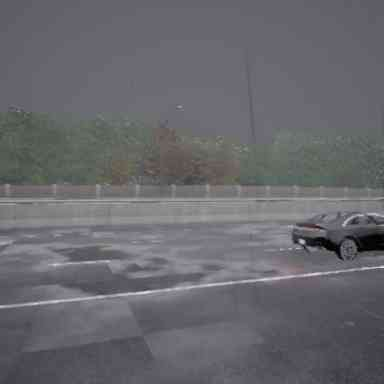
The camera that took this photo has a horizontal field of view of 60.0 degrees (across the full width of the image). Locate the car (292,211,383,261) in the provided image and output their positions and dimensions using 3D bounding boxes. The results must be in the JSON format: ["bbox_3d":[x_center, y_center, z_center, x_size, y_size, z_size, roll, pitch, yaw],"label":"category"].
[{"bbox_3d":[5.832,1.405,11.564,4.902,1.511,2.128,0,-1,-20],"label":"car"}]
